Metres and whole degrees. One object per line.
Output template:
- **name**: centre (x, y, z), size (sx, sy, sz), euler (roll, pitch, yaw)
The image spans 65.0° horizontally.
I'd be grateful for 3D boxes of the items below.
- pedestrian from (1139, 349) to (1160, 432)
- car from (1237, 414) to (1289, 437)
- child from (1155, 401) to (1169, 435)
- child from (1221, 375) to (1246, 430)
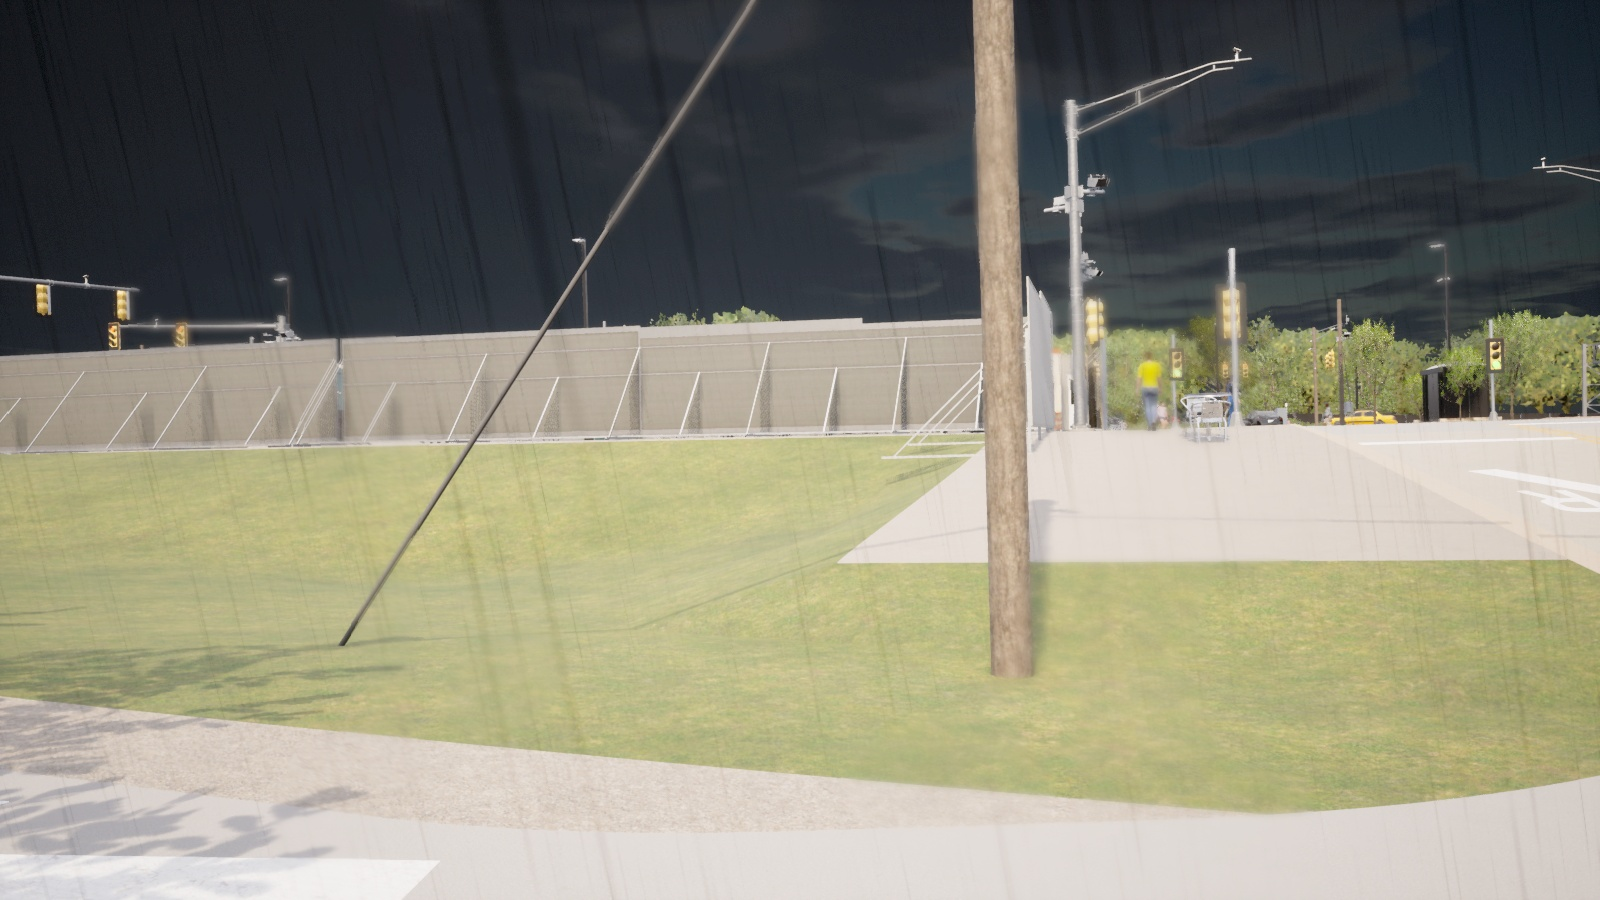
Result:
- **pedestrian**: centre (7.889, -1.322, 28.352), size (0.354, 1.836, 0.706), euler (-1, 0, 12)
- **car**: centre (31.360, -1.672, 85.206), size (2.163, 1.488, 4.792), euler (-1, 1, 7)
- **child**: centre (11.814, -1.035, 40.993), size (0.255, 1.110, 0.394), euler (-1, 0, -17)
- **child**: centre (10.039, -1.090, 29.094), size (0.437, 1.263, 0.270), euler (-1, 0, -5)
